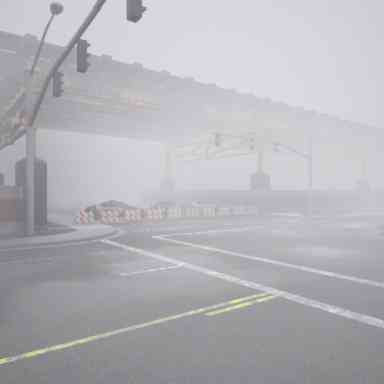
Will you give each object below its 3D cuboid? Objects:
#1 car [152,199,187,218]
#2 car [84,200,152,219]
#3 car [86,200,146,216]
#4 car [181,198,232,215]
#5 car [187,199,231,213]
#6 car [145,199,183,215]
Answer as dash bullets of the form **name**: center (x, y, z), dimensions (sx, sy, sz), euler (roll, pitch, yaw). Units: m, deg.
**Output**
- **car**: center (-2.462, 1.453, 30.280), dimensions (2.038, 1.542, 4.974), euler (0, 0, 18)
- **car**: center (-6.209, 1.453, 27.598), dimensions (4.974, 1.542, 2.038), euler (0, 0, 8)
- **car**: center (-6.261, 1.295, 27.605), dimensions (4.536, 1.218, 1.853), euler (0, 0, 8)
- **car**: center (1.452, 1.453, 34.036), dimensions (4.974, 1.542, 2.038), euler (0, 0, -7)
- **car**: center (1.400, 1.295, 34.029), dimensions (4.536, 1.218, 1.853), euler (0, 0, -7)
- **car**: center (-2.446, 1.295, 30.329), dimensions (1.853, 1.218, 4.536), euler (0, 0, 18)
